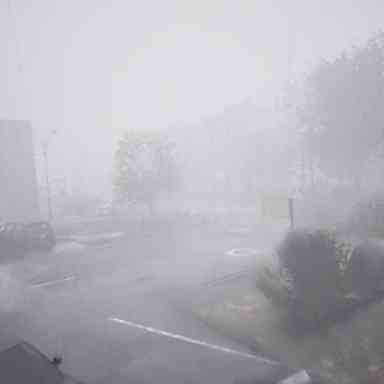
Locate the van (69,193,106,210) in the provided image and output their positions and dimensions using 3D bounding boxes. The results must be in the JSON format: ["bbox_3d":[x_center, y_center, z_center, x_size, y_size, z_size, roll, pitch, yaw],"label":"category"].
[{"bbox_3d":[-16.146,1.808,51.533,1.878,1.987,4.442,-2,4,36],"label":"van"}]

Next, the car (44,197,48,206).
[{"bbox_3d":[-26.168,2.027,66.584,2.163,1.488,4.792,-3,4,36],"label":"car"}]

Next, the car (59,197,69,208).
[{"bbox_3d":[-19.477,1.892,56.583,2.185,1.767,4.553,-3,4,36],"label":"car"}]

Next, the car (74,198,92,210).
[{"bbox_3d":[-14.377,2.067,49.160,2.002,1.452,4.674,-3,4,36],"label":"car"}]

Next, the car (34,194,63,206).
[{"bbox_3d":[-32.934,1.748,76.514,2.435,2.045,5.566,-3,4,36],"label":"car"}]

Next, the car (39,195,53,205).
[{"bbox_3d":[-27.871,1.746,69.053,2.435,2.045,5.566,-3,4,36],"label":"car"}]

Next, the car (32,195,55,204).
[{"bbox_3d":[-36.311,1.882,81.443,2.185,1.767,4.553,-3,4,36],"label":"car"}]

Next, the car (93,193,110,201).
[{"bbox_3d":[-20.323,1.060,74.434,1.882,1.535,5.008,-6,3,-34],"label":"car"}]

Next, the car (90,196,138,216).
[{"bbox_3d":[-9.316,1.791,41.676,2.435,2.045,5.566,-2,4,36],"label":"car"}]

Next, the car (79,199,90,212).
[{"bbox_3d":[-12.574,2.011,46.829,1.946,1.575,5.366,-3,4,36],"label":"car"}]

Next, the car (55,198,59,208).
[{"bbox_3d":[-21.127,2.050,59.098,2.002,1.452,4.674,-3,4,36],"label":"car"}]

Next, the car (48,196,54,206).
[{"bbox_3d":[-24.484,1.874,64.084,2.185,1.767,4.553,-2,4,36],"label":"car"}]

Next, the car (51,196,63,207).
[{"bbox_3d":[-22.800,1.877,61.599,2.185,1.767,4.553,-2,4,36],"label":"car"}]

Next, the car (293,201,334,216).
[{"bbox_3d":[10.022,1.471,29.535,1.895,1.301,4.718,-6,3,-31],"label":"car"}]

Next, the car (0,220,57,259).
[{"bbox_3d":[-10.993,2.886,21.185,5.566,2.045,2.435,-3,3,34],"label":"car"}]

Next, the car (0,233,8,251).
[{"bbox_3d":[-13.311,3.406,19.468,4.792,1.488,2.163,-3,2,34],"label":"car"}]

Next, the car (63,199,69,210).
[{"bbox_3d":[-17.746,2.017,54.128,2.097,1.535,5.008,-2,4,36],"label":"car"}]

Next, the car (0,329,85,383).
[{"bbox_3d":[-3.510,3.410,5.641,4.792,1.488,2.163,-1,4,34],"label":"car"}]

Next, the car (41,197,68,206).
[{"bbox_3d":[-29.529,2.025,71.555,2.163,1.488,4.792,-3,4,36],"label":"car"}]

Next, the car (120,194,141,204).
[{"bbox_3d":[-11.499,1.235,61.612,1.882,1.535,5.008,-6,4,-34],"label":"car"}]
